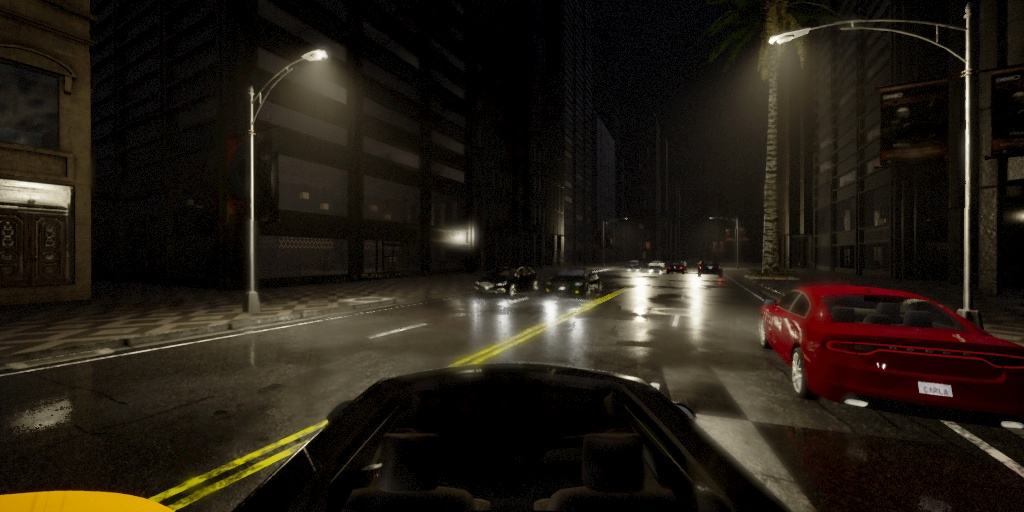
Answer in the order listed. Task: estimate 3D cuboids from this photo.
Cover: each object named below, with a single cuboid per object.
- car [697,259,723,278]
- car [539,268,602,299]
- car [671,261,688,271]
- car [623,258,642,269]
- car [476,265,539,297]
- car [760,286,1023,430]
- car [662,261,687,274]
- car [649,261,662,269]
[{"bbox_3d":[19.301,1.117,34.987,2.097,1.767,4.553,0,0,27],"label":"car"},{"bbox_3d":[3.243,1.316,18.402,1.994,1.385,4.181,0,0,27],"label":"car"},{"bbox_3d":[23.553,1.380,50.306,1.895,1.301,4.718,0,0,27],"label":"car"},{"bbox_3d":[19.332,1.348,56.700,1.994,1.385,4.181,0,0,27],"label":"car"},{"bbox_3d":[-0.066,1.257,19.076,1.837,1.490,4.892,0,0,27],"label":"car"},{"bbox_3d":[5.516,1.228,5.915,1.882,1.535,5.008,0,0,27],"label":"car"},{"bbox_3d":[18.662,1.317,40.809,2.033,1.411,5.357,0,0,27],"label":"car"},{"bbox_3d":[22.312,1.385,55.393,1.895,1.301,4.718,0,0,27],"label":"car"}]
